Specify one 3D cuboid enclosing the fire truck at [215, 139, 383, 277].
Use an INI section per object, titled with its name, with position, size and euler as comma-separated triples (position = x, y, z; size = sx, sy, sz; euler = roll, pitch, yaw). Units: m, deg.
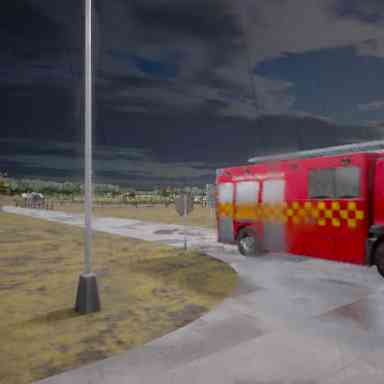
[fire truck]
position = 4.513, 0.435, 10.848
size = 2.891, 3.827, 8.468
euler = 0, -1, -36
